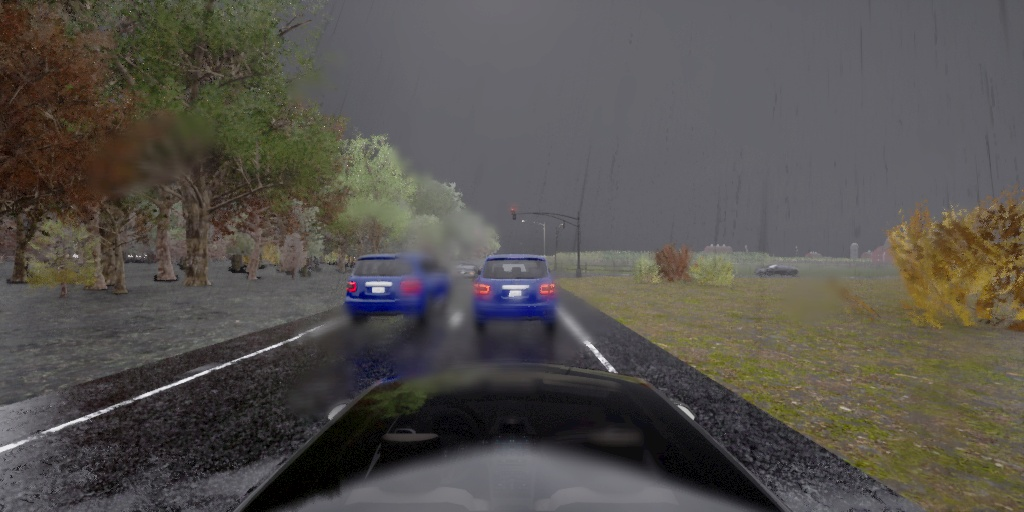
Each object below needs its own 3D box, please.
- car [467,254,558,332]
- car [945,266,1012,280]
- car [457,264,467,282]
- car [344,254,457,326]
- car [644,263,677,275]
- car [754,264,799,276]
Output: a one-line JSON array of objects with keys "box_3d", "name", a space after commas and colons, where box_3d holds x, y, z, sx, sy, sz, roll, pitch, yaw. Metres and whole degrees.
[{"box_3d": [0.090, 0.974, 11.065, 2.150, 2.045, 5.566, 0, 0, 0], "name": "car"}, {"box_3d": [50.983, 1.851, 39.284, 5.357, 1.411, 2.033, 1, -1, 1], "name": "car"}, {"box_3d": [-3.427, 1.303, 28.187, 2.033, 1.411, 5.357, 0, 0, 0], "name": "car"}, {"box_3d": [-3.411, 0.972, 11.827, 2.150, 2.045, 5.566, 0, 0, 0], "name": "car"}, {"box_3d": [17.656, 1.526, 43.058, 4.674, 1.442, 1.812, 1, -1, 1], "name": "car"}, {"box_3d": [31.669, 1.679, 42.972, 4.674, 1.442, 1.812, 0, -1, 0], "name": "car"}]
